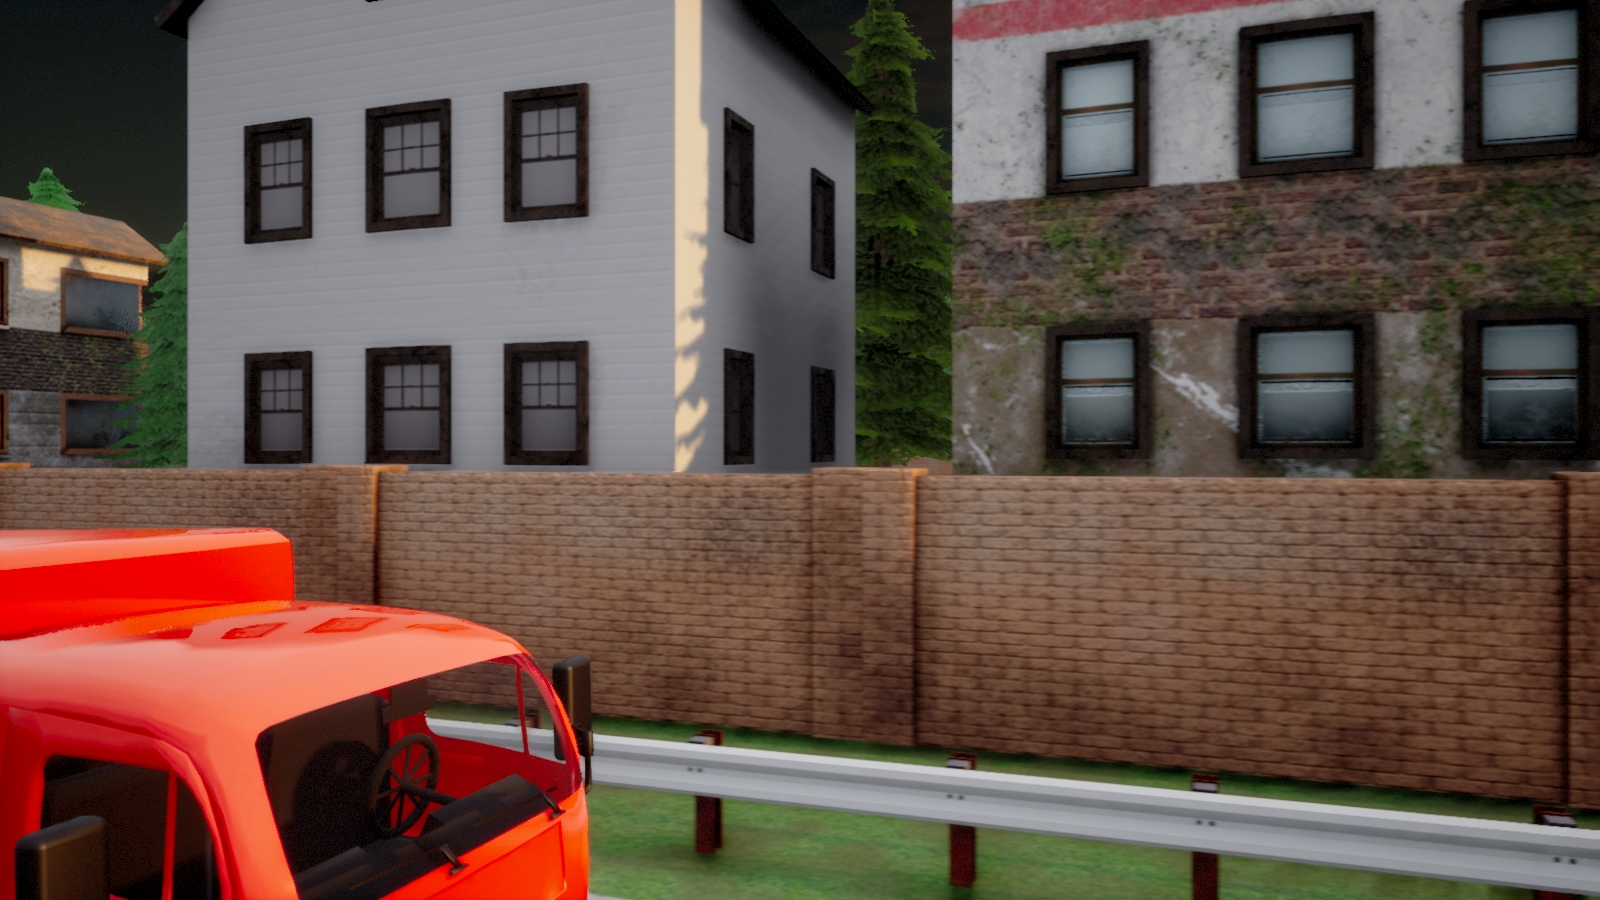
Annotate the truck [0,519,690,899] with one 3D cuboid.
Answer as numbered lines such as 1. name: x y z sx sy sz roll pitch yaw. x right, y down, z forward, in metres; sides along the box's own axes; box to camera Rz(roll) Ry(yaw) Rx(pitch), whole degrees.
1. truck: -3.370 1.587 4.525 5.204 2.467 2.627 -1 0 20
